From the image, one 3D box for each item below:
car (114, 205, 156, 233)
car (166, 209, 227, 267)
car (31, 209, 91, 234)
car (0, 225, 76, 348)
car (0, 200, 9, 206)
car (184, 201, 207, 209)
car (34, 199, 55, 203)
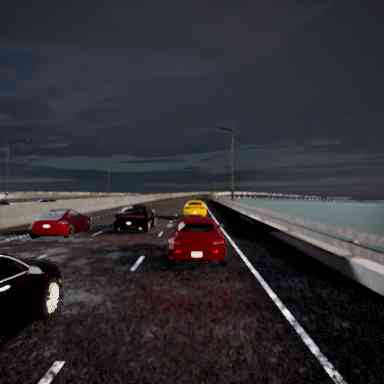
[{"bbox_3d":[-3.311,1.505,19.985,1.882,1.535,5.008,0,0,0],"label":"car"},{"bbox_3d":[0.131,1.542,11.385,1.812,1.442,4.674,0,0,0],"label":"car"},{"bbox_3d":[-6.829,1.588,17.647,1.994,1.385,4.181,0,0,0],"label":"car"},{"bbox_3d":[-3.390,1.513,4.451,1.837,1.490,4.892,0,1,0],"label":"car"},{"bbox_3d":[-20.855,1.548,34.396,1.837,1.490,4.892,0,0,1],"label":"car"},{"bbox_3d":[0.279,1.514,29.540,1.882,1.535,5.008,0,0,1],"label":"car"},{"bbox_3d":[-17.283,1.572,39.008,1.812,1.442,4.674,0,0,1],"label":"car"}]
